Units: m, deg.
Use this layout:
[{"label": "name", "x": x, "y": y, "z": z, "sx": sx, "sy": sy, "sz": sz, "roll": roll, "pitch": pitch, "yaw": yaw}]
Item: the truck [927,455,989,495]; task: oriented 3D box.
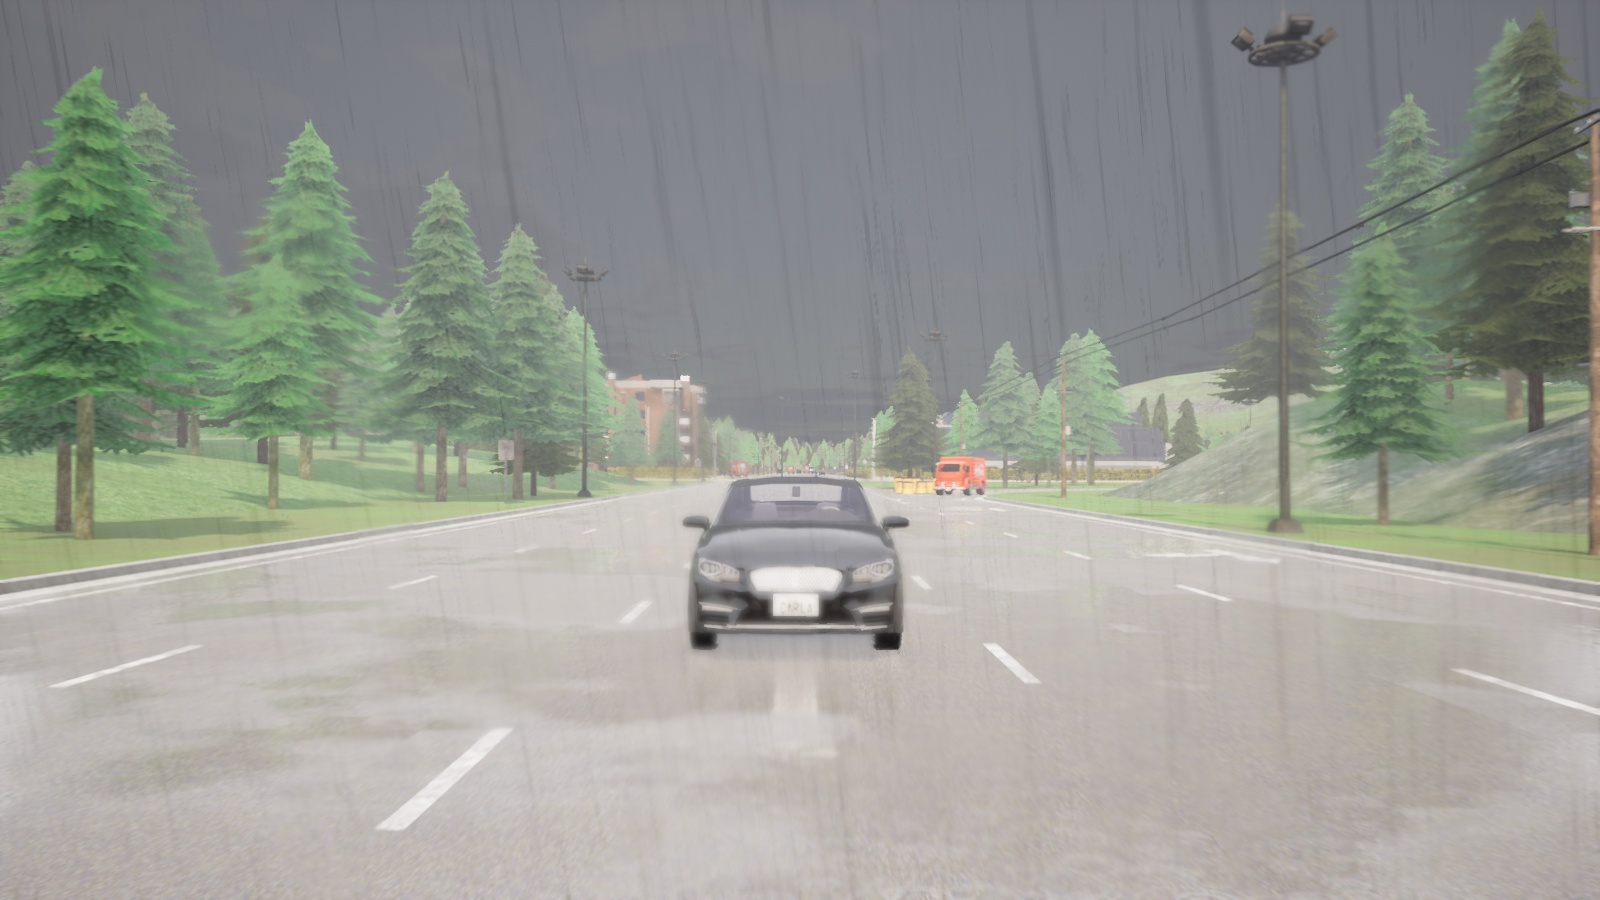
[{"label": "truck", "x": 10.197, "y": 1.588, "z": 80.637, "sx": 2.627, "sy": 2.467, "sz": 5.204, "roll": -1, "pitch": -1, "yaw": 22}]

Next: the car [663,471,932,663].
[{"label": "car", "x": -0.030, "y": 0.971, "z": 12.417, "sx": 2.128, "sy": 1.511, "sz": 4.902, "roll": 0, "pitch": -1, "yaw": 0}]
